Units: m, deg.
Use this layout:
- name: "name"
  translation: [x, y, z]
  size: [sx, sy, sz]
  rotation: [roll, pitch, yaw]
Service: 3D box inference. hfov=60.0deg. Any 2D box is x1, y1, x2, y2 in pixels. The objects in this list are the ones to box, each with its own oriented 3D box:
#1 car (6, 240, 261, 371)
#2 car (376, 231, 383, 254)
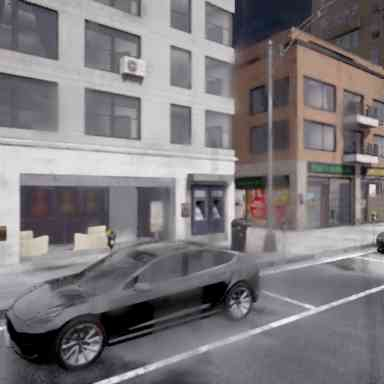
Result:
- name: "car"
  translation: [-0.682, 1.567, 5.700]
  size: [4.313, 1.339, 1.947]
  rotation: [0, 0, -35]
- name: "car"
  translation: [8.570, 1.567, 12.297]
  size: [4.313, 1.339, 1.947]
  rotation: [0, 0, -35]
